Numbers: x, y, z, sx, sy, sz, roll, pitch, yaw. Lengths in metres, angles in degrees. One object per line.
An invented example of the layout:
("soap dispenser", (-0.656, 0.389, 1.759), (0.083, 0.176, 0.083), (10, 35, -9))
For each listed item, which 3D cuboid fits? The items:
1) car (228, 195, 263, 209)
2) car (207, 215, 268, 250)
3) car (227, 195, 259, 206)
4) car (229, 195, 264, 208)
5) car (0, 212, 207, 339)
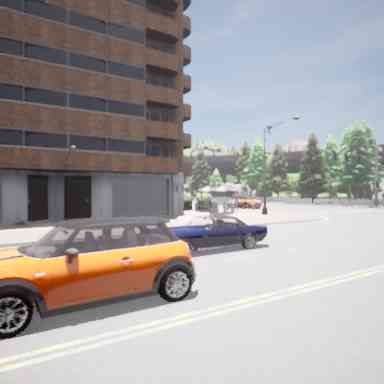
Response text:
("car", (6.538, 1.172, 40.761), (2.097, 1.767, 4.553), (0, 0, -34))
("car", (0.598, 1.567, 12.732), (4.718, 1.301, 1.895), (0, 0, -33))
("car", (7.802, 1.266, 51.687), (1.882, 1.535, 5.008), (0, 0, -37))
("car", (7.391, 1.283, 45.691), (1.882, 1.535, 5.008), (0, 1, -35))
("car", (-2.204, 1.342, 6.684), (4.553, 1.767, 2.097), (0, 0, -34))
